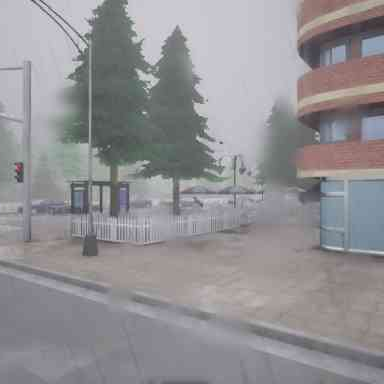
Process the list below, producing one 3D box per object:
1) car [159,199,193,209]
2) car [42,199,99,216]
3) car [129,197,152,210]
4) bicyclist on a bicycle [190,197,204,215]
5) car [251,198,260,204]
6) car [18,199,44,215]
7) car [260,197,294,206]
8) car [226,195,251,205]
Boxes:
[{"bbox_3d":[-2.065,1.545,43.690,1.895,1.301,4.718,0,0,41],"label":"car"},{"bbox_3d":[-11.284,1.545,31.590,1.895,1.301,4.718,0,0,36],"label":"car"},{"bbox_3d":[-7.294,1.422,42.695,1.882,1.535,5.008,0,0,38],"label":"car"},{"bbox_3d":[0.404,1.245,27.328,1.656,1.620,0.582,0,0,36],"label":"bicyclist on a bicycle"},{"bbox_3d":[12.450,1.556,54.546,4.181,1.385,1.994,0,0,-24],"label":"car"},{"bbox_3d":[-14.582,1.422,32.984,1.882,1.535,5.008,0,0,36],"label":"car"},{"bbox_3d":[13.332,1.545,50.766,4.718,1.301,1.895,0,0,-26],"label":"car"},{"bbox_3d":[8.029,1.296,56.126,4.553,1.767,2.097,0,0,-28],"label":"car"}]
